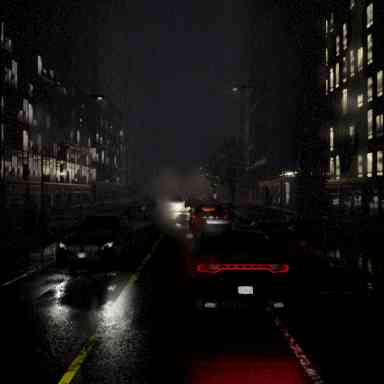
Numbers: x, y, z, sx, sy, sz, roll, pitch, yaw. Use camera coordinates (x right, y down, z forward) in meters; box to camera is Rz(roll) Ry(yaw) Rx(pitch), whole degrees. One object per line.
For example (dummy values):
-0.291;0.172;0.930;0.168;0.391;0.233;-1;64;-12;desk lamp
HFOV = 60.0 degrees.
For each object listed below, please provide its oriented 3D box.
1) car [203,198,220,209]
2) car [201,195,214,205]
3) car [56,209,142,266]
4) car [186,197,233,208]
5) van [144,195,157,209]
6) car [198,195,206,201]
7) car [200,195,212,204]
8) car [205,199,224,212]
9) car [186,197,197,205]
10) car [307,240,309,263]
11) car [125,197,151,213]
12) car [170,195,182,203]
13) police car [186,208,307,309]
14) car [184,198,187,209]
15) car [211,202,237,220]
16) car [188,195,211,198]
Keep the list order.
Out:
2.624;1.538;45.523;2.008;1.369;4.403;0;0;0;car
2.607;1.410;56.908;1.967;1.590;4.097;0;0;0;car
-3.118;1.525;11.734;1.812;1.442;4.674;0;0;0;car
0.872;1.351;17.971;2.097;1.767;4.553;0;0;0;car
-5.757;1.328;45.515;1.690;1.788;3.998;0;0;0;van
2.566;1.463;85.371;1.887;1.381;4.507;0;0;0;car
2.599;1.401;62.600;1.967;1.590;4.097;0;0;0;car
2.632;1.544;39.831;2.008;1.369;4.403;0;0;0;car
-0.087;1.531;58.761;1.994;1.385;4.181;0;0;0;car
2.673;1.582;11.368;1.802;1.307;4.206;0;0;0;car
-5.741;1.548;34.130;2.008;1.369;4.403;0;0;0;car
-3.104;1.426;70.325;1.882;1.535;5.008;0;0;0;car
0.888;1.425;8.111;1.930;1.638;5.238;0;0;0;police car
-0.052;1.588;45.646;1.895;1.301;4.718;0;0;0;car
2.648;1.581;28.446;1.802;1.307;4.206;0;0;0;car
0.863;1.351;23.970;2.097;1.767;4.553;0;0;0;car
